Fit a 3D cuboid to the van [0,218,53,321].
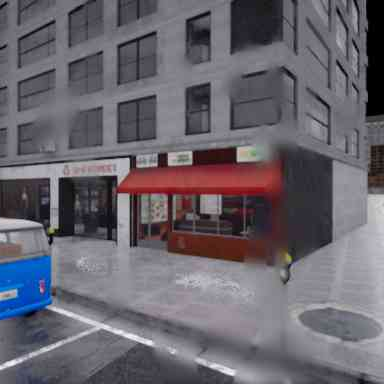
[{"bbox_3d":[-4.304,1.334,6.154,3.998,1.788,1.690,0,0,36],"label":"van"}]
